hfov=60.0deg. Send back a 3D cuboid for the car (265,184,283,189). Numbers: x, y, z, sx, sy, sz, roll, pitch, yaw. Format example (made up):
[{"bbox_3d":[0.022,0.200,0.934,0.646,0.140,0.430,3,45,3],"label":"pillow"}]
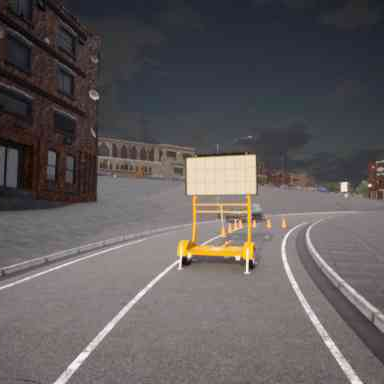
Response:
[{"bbox_3d":[17.087,-1.038,73.610,4.792,1.488,2.163,3,-6,-37],"label":"car"}]

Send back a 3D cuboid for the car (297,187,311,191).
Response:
[{"bbox_3d":[25.667,-0.530,80.378,4.892,1.521,2.231,4,-6,-39],"label":"car"}]

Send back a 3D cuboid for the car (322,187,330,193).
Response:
[{"bbox_3d":[34.184,-0.140,87.716,5.566,2.045,2.435,5,-6,-41],"label":"car"}]

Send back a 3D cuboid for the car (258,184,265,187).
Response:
[{"bbox_3d":[12.491,-1.461,70.214,4.553,1.767,2.185,3,-5,-35],"label":"car"}]

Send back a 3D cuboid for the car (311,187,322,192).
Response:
[{"bbox_3d":[29.969,-0.349,84.018,4.553,1.767,2.185,4,-6,-40],"label":"car"}]

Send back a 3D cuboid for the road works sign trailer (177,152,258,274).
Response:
[{"bbox_3d":[1.003,0.527,10.974,2.380,3.560,2.880,-1,-1,18],"label":"road works sign trailer"}]

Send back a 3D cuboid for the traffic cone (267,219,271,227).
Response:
[{"bbox_3d":[5.375,2.165,23.223,0.340,0.580,0.340,-2,-1,17],"label":"traffic cone"}]

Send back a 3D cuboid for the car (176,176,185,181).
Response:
[{"bbox_3d":[-1.276,-2.064,60.924,4.892,1.521,2.231,3,-5,-32],"label":"car"}]

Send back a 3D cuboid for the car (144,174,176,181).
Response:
[{"bbox_3d":[-5.969,-2.270,58.025,4.892,1.521,2.231,2,-5,-32],"label":"car"}]

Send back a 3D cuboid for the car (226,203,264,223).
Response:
[{"bbox_3d":[4.619,1.748,28.863,2.097,1.767,4.553,-2,-2,30],"label":"car"}]

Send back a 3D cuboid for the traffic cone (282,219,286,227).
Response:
[{"bbox_3d":[6.327,2.135,22.928,0.340,0.580,0.340,-2,-1,17],"label":"traffic cone"}]

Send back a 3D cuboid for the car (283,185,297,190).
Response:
[{"bbox_3d":[21.452,-0.761,76.977,4.674,1.452,2.002,3,-6,-38],"label":"car"}]

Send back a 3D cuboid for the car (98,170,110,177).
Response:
[{"bbox_3d":[-15.281,-2.778,52.302,4.553,1.767,2.185,2,-5,-32],"label":"car"}]
